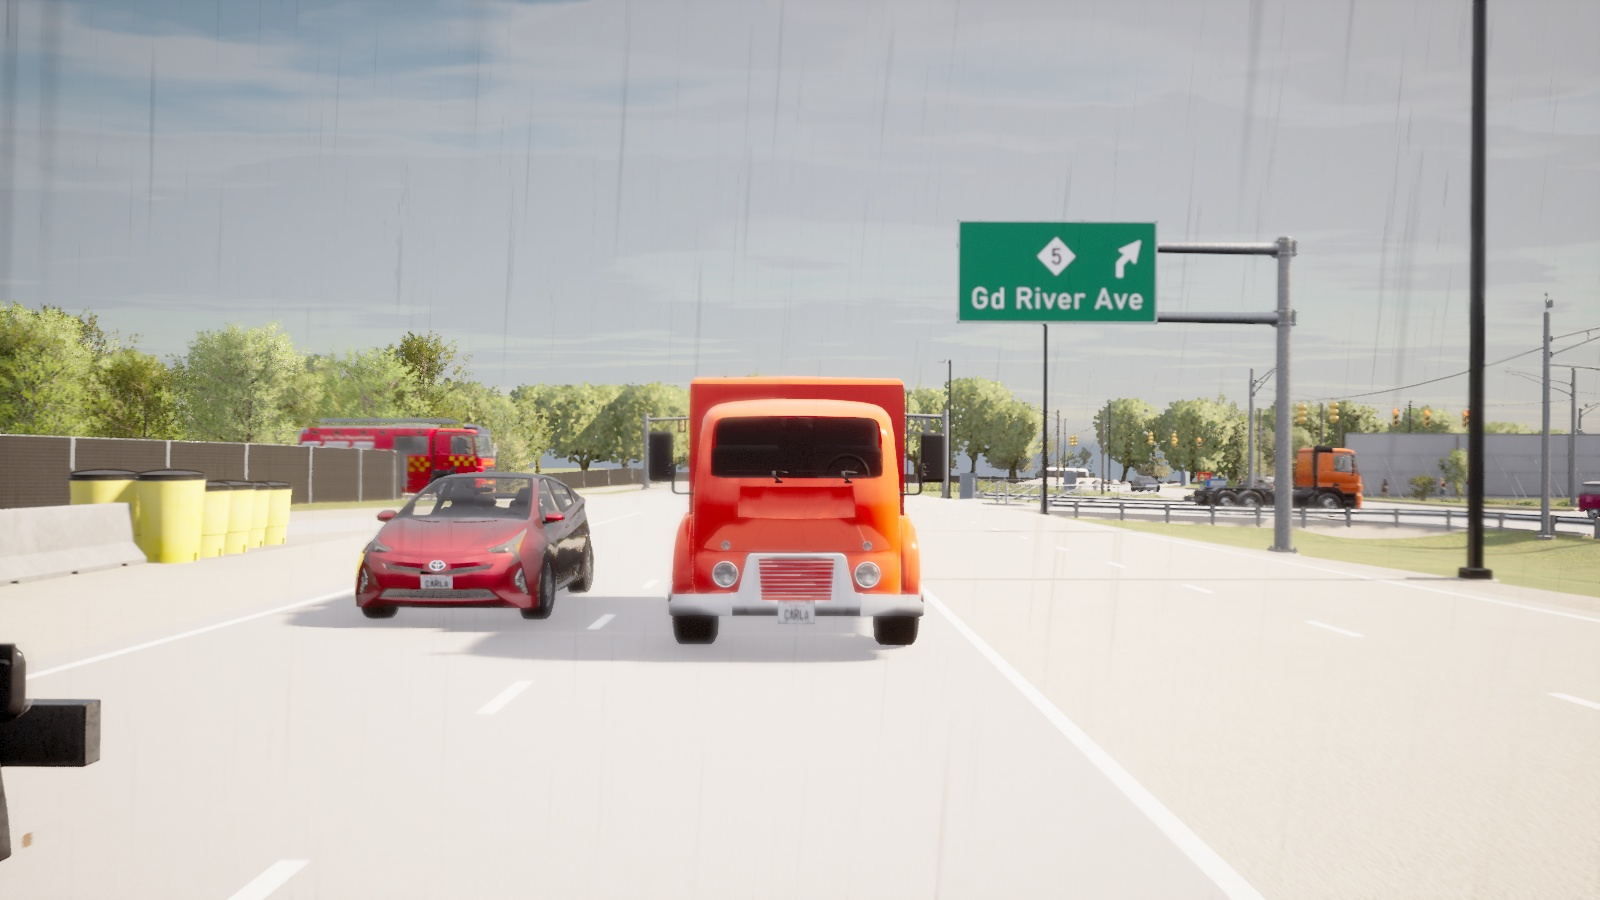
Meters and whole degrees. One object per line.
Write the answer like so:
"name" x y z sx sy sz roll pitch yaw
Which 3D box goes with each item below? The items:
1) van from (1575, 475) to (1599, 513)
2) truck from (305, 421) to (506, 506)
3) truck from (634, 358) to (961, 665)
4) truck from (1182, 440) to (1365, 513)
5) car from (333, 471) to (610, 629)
"van" 43.555 2.305 65.988 1.775 1.987 4.442 1 -1 -42
"truck" -18.258 0.619 58.478 8.468 3.827 2.891 0 0 0
"truck" -0.032 0.537 12.730 2.627 2.467 5.204 0 -1 0
"truck" 23.357 1.303 62.234 7.936 3.462 2.891 1 -1 -1
"car" -3.534 1.011 14.450 2.007 1.525 4.514 0 -1 0
